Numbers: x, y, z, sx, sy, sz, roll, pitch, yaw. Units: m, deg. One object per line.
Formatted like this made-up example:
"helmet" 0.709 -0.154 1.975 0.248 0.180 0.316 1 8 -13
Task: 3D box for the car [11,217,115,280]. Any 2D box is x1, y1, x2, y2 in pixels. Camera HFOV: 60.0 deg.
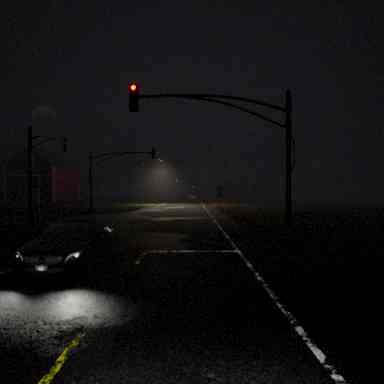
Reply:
"car" -3.600 1.523 10.143 1.812 1.442 4.674 0 0 -1

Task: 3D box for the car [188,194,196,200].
"car" 0.067 1.242 86.583 2.097 1.767 4.553 0 0 0
